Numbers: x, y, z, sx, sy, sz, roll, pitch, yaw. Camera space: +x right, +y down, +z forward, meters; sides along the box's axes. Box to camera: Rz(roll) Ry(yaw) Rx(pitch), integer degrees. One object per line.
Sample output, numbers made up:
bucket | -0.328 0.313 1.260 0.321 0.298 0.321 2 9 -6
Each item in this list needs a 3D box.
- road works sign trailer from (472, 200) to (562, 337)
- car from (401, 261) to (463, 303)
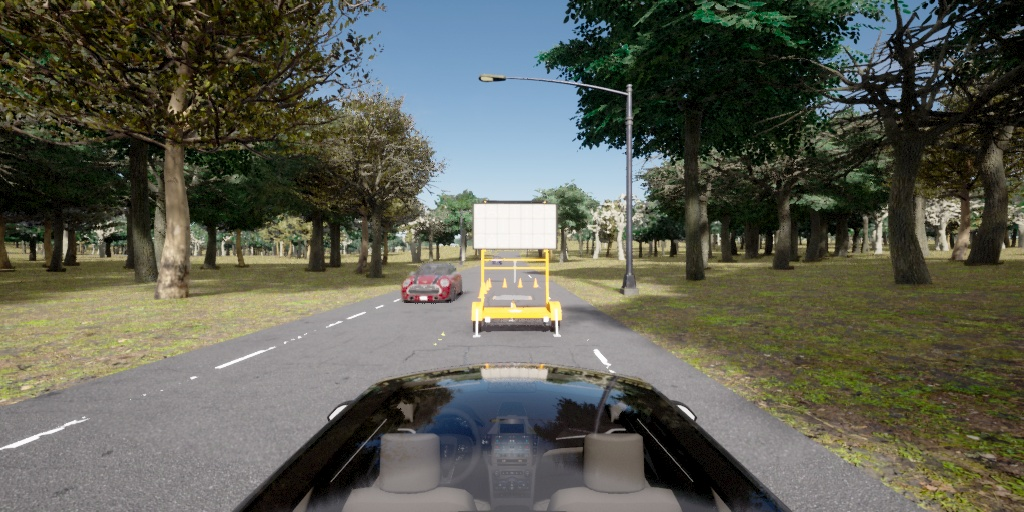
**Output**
road works sign trailer | 0.079 0.221 10.297 2.380 3.560 2.880 0 0 -2
car | -3.581 1.121 16.786 2.097 1.767 4.553 0 0 0
